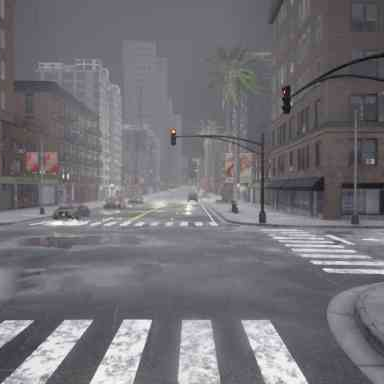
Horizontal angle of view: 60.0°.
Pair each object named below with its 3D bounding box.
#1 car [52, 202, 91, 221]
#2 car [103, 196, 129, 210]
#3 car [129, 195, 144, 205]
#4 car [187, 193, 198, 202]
[{"bbox_3d":[-9.825,1.557,27.398,1.994,1.385,4.181,0,0,0],"label":"car"},{"bbox_3d":[-9.810,1.338,42.190,2.097,1.767,4.553,0,0,0],"label":"car"},{"bbox_3d":[-9.763,1.320,57.992,2.097,1.767,4.553,0,0,0],"label":"car"},{"bbox_3d":[0.123,1.163,71.965,2.150,2.045,5.566,0,0,0],"label":"car"}]
